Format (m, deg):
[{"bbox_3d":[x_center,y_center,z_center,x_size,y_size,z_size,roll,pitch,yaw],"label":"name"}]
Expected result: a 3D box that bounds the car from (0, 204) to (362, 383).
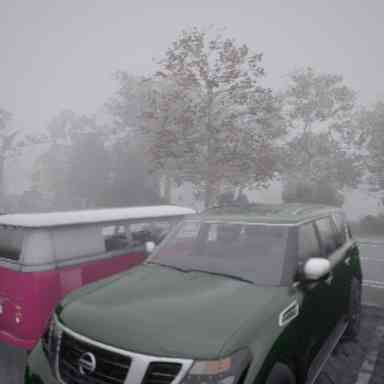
[{"bbox_3d":[0.796,1.230,4.544,2.435,2.045,5.566,-1,0,35],"label":"car"}]
